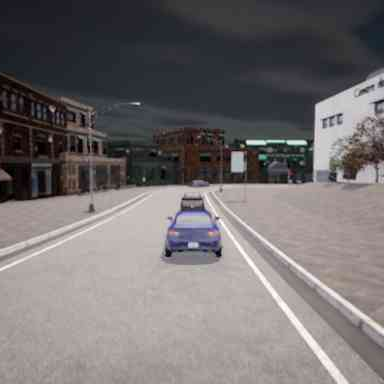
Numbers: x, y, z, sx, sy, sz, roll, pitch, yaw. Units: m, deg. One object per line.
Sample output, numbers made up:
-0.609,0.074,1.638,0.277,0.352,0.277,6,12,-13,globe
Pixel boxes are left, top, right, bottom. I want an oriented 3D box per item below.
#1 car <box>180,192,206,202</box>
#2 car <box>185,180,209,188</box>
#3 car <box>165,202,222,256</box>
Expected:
0.051,0.745,26.161,2.128,1.511,4.902,0,3,1,car
0.998,-1.458,60.197,2.033,1.411,5.357,3,5,35,car
0.058,1.335,12.125,1.812,1.442,4.674,0,2,0,car
